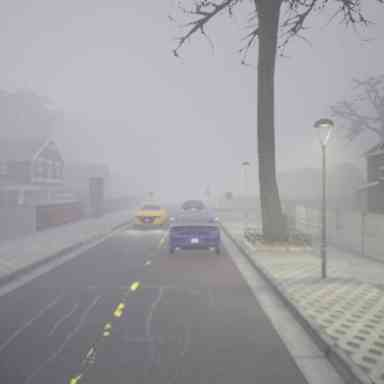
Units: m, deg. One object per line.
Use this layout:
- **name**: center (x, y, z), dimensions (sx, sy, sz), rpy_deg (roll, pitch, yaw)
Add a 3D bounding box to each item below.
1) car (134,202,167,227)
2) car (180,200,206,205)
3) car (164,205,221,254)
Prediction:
- **car**: center (-2.785, 1.492, 23.248), dimensions (1.882, 1.535, 5.008), rpy_deg (0, 0, 1)
- **car**: center (0.097, 1.368, 25.831), dimensions (2.097, 1.767, 4.553), rpy_deg (0, 0, 0)
- **car**: center (0.101, 1.487, 13.564), dimensions (1.882, 1.535, 5.008), rpy_deg (0, 0, 0)
